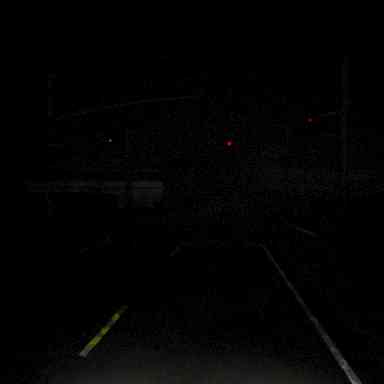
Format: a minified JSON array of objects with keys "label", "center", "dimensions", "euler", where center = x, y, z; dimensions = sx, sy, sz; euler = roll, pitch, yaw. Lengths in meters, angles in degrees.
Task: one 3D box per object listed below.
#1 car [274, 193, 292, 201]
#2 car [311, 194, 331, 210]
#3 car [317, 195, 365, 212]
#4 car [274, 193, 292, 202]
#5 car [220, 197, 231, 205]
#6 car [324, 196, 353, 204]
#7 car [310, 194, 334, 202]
[{"label":"car","center":[21.149,1.223,77.284],"dimensions":[3.866,1.878,1.905],"euler":[0,0,5]},{"label":"car","center":[16.934,1.434,39.934],"dimensions":[5.027,1.636,2.152],"euler":[0,0,5]},{"label":"car","center":[16.681,1.440,36.807],"dimensions":[4.514,1.523,2.007],"euler":[0,0,5]},{"label":"car","center":[20.216,1.501,74.034],"dimensions":[3.806,1.475,1.970],"euler":[0,0,5]},{"label":"car","center":[6.169,1.615,61.564],"dimensions":[2.033,1.411,5.357],"euler":[0,0,6]},{"label":"car","center":[26.739,1.460,60.919],"dimensions":[4.514,1.523,2.007],"euler":[0,0,5]},{"label":"car","center":[28.660,1.276,73.247],"dimensions":[4.605,1.855,1.932],"euler":[0,0,5]}]
